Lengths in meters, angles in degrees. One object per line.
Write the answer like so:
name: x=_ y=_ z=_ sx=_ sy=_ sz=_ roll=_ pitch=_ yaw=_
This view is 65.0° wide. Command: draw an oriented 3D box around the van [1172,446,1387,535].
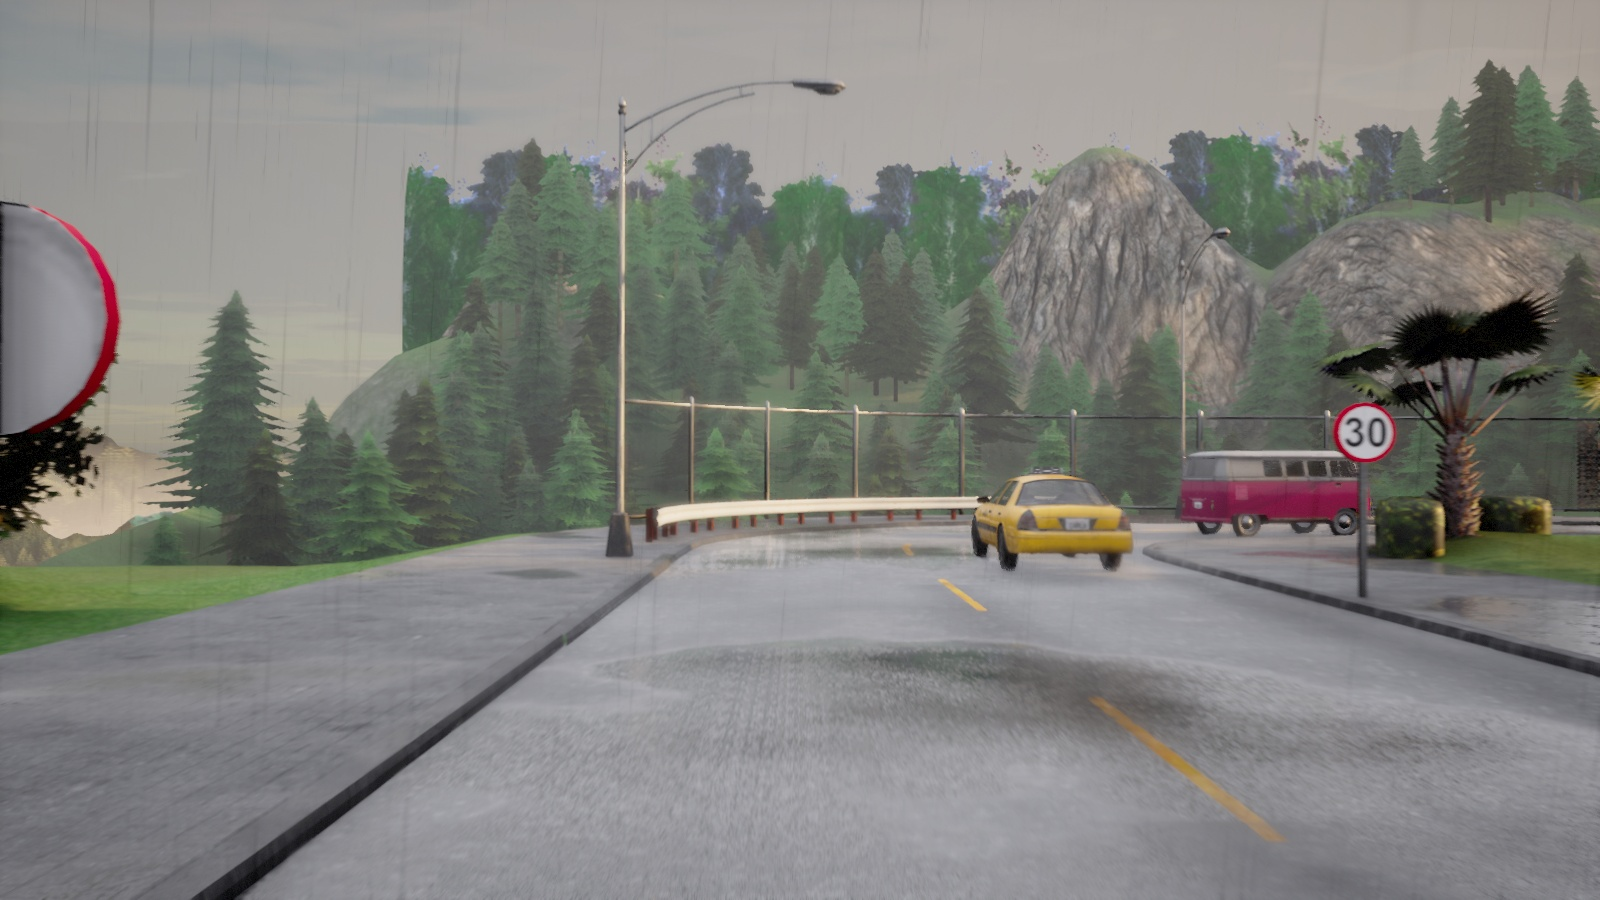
van: x=11.188 y=0.919 z=29.380 sx=4.442 sy=1.987 sz=1.775 roll=0 pitch=-1 yaw=-14

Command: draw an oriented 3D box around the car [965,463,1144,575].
car: x=3.951 y=1.013 z=20.440 sx=1.801 sy=1.575 sz=5.366 roll=0 pitch=-1 yaw=0
